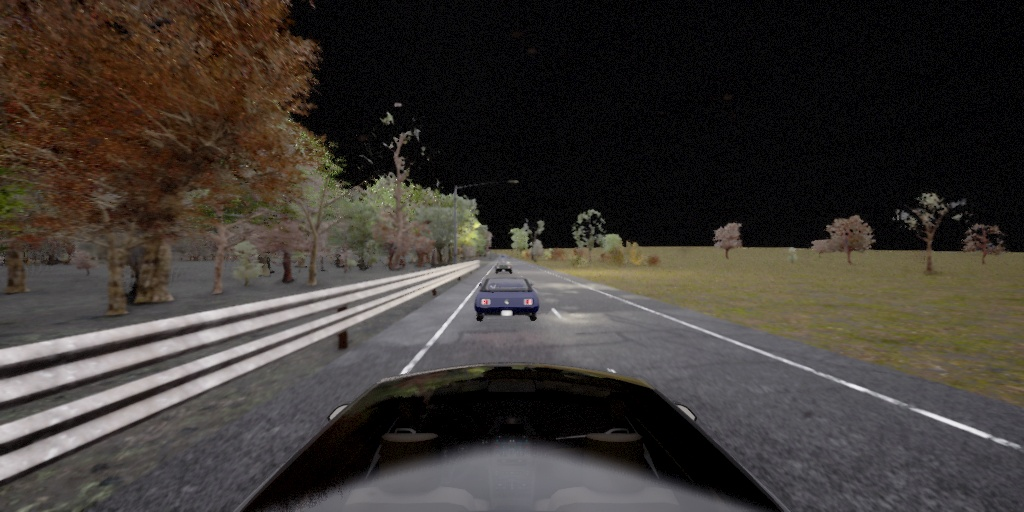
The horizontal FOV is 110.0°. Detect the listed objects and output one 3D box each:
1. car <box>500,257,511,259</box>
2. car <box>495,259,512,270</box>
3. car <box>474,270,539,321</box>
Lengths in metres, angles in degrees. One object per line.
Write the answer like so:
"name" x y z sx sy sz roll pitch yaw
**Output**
"car" -1.551 1.248 64.664 1.895 1.301 4.718 0 0 -1
"car" -0.956 1.293 41.690 1.895 1.301 4.718 0 0 -1
"car" -0.200 1.336 12.436 1.895 1.301 4.718 0 0 -1
